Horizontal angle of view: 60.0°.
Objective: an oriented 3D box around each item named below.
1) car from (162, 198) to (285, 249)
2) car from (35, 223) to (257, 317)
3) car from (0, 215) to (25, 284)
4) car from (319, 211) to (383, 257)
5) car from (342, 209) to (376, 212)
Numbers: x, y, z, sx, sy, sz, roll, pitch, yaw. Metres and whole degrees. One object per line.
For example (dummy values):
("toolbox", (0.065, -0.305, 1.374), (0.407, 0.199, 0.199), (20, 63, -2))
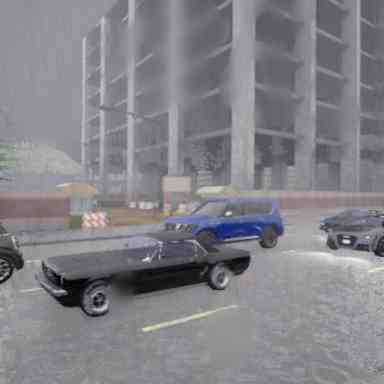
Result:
("car", (1.377, 1.290, 13.547), (5.566, 2.045, 2.150), (1, 0, -35))
("car", (-0.930, 1.628, 7.626), (4.718, 1.301, 1.895), (1, 0, -35))
("car", (-6.581, 1.344, 7.894), (4.553, 1.767, 2.097), (0, 0, -36))
("car", (7.346, 1.669, 13.522), (4.181, 1.385, 1.994), (1, 0, -36))
("car", (9.733, 1.694, 19.480), (5.357, 1.411, 2.033), (1, 0, -35))
